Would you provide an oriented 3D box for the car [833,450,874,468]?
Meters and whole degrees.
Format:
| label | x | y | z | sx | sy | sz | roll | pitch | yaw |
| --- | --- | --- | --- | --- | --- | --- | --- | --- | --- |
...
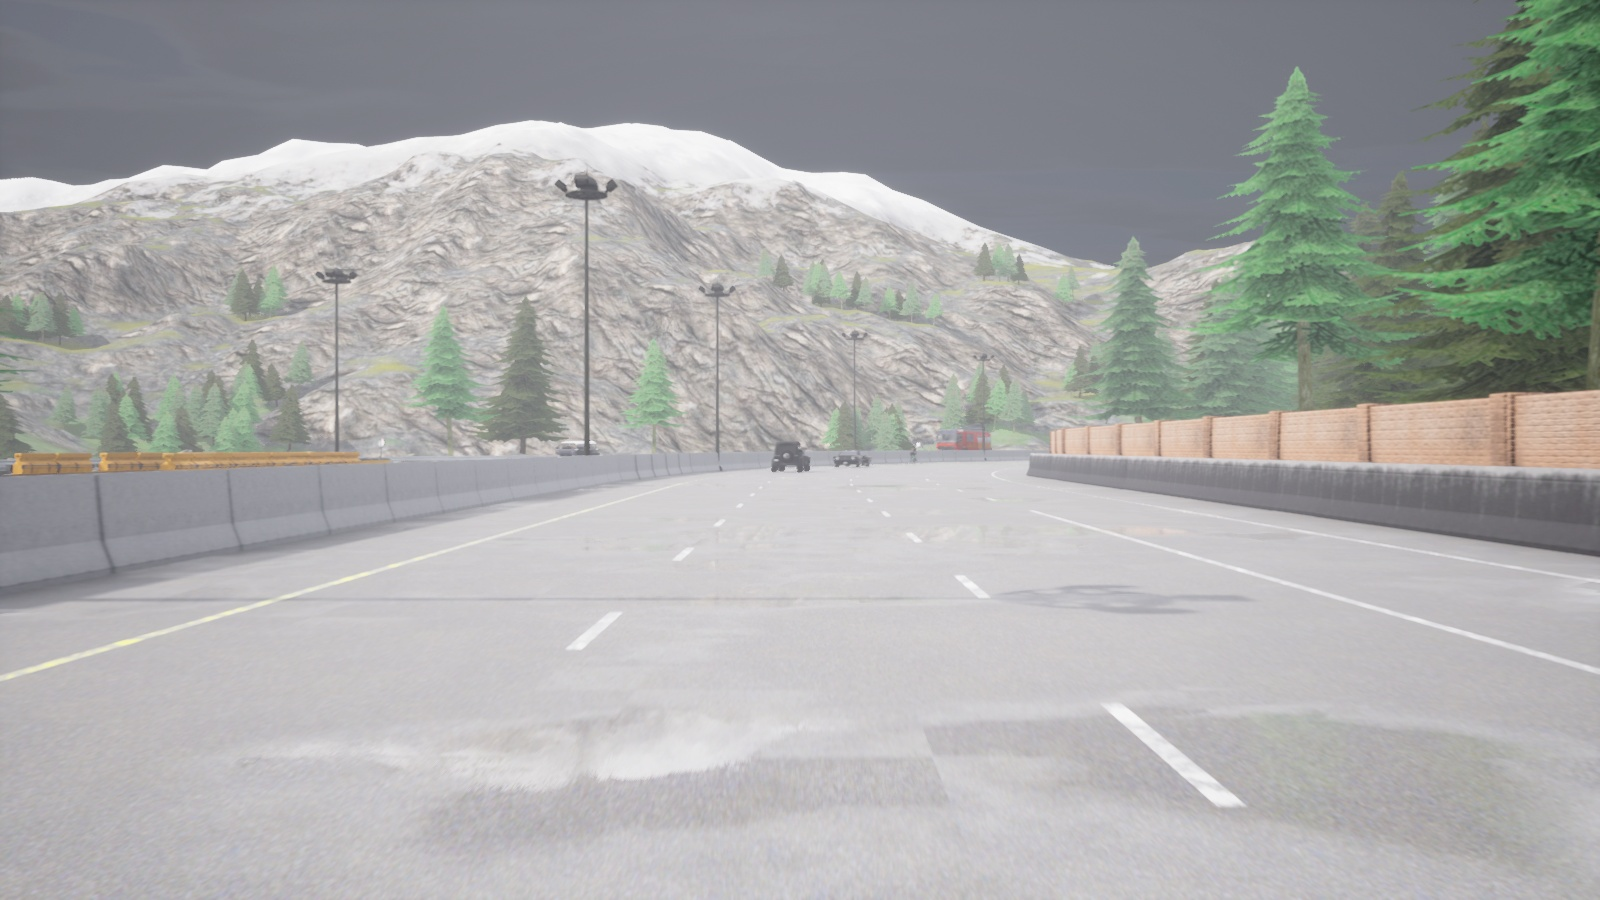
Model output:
| label | x | y | z | sx | sy | sz | roll | pitch | yaw |
| --- | --- | --- | --- | --- | --- | --- | --- | --- | --- |
| car | 4.076 | 0.669 | 94.918 | 1.895 | 1.301 | 4.718 | 0 | 0 | 18 |

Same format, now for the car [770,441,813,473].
| label | x | y | z | sx | sy | sz | roll | pitch | yaw |
| --- | --- | --- | --- | --- | --- | --- | --- | --- | --- |
| car | -0.505 | 0.396 | 76.685 | 1.905 | 1.878 | 3.866 | 0 | 0 | 11 |

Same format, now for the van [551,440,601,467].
| label | x | y | z | sx | sy | sz | roll | pitch | yaw |
| --- | --- | --- | --- | --- | --- | --- | --- | --- | --- |
| van | -17.260 | 0.271 | 96.894 | 2.069 | 2.038 | 4.480 | 0 | 0 | 16 |
